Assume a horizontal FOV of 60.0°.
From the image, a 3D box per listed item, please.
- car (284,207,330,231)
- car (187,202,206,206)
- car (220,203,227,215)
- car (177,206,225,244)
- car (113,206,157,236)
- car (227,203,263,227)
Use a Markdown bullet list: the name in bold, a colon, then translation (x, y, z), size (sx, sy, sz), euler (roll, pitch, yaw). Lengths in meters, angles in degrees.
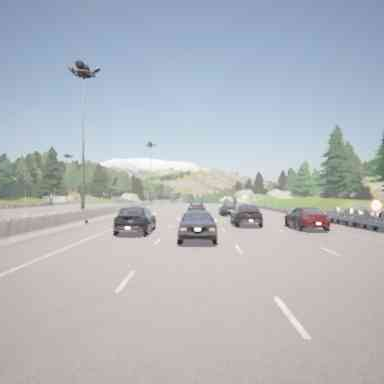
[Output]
- **car**: translation (7.319, 1.671, 21.414), size (1.812, 1.442, 4.674), euler (0, -1, 1)
- **car**: translation (0.480, 1.765, 35.762), size (2.128, 1.511, 4.902), euler (0, -1, 1)
- **car**: translation (3.987, 1.855, 36.229), size (1.994, 1.385, 4.181), euler (0, -1, 1)
- **car**: translation (0.261, 1.618, 16.299), size (2.033, 1.411, 5.357), euler (0, 0, 1)
- **car**: translation (-3.207, 1.588, 19.166), size (1.837, 1.490, 4.892), euler (0, -1, 1)
- **car**: translation (3.848, 1.663, 23.942), size (1.837, 1.490, 4.892), euler (0, -1, 1)
